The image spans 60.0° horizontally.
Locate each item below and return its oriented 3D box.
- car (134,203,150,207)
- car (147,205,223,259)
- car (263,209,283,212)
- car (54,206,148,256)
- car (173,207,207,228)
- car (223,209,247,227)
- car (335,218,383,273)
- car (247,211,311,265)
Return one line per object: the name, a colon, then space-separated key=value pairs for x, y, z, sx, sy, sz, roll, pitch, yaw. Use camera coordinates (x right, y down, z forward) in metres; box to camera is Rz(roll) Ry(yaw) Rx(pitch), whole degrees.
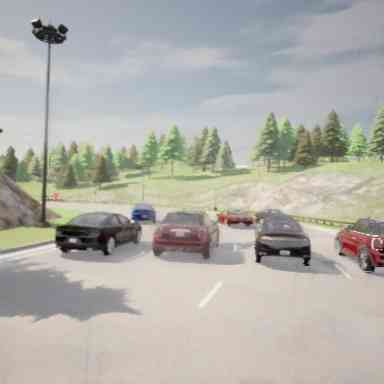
car: x=-4.150 y=1.698 z=27.843 sx=1.882 sy=1.535 sz=5.008 roll=2 pitch=0 yaw=-13
car: x=-0.069 y=1.519 z=13.685 sx=2.097 sy=1.767 sz=4.553 roll=2 pitch=-1 yaw=10
car: x=6.585 y=2.097 z=27.584 sx=1.994 sy=1.385 sz=4.181 roll=2 pitch=-1 yaw=-10
car: x=-3.585 y=1.542 z=13.696 sx=1.882 sy=1.535 sz=5.008 roll=2 pitch=-1 yaw=10
car: x=-0.256 y=1.917 z=26.321 sx=1.895 sy=1.301 sz=4.718 roll=2 pitch=-1 yaw=-10
car: x=3.238 y=2.023 z=26.591 sx=1.895 sy=1.301 sz=4.718 roll=2 pitch=-1 yaw=-10
car: x=6.697 y=1.695 z=11.910 sx=2.097 sy=1.767 sz=4.553 roll=2 pitch=-1 yaw=10
car: x=3.337 y=1.749 z=12.900 sx=2.128 sy=1.511 sz=4.902 roll=2 pitch=-1 yaw=9
